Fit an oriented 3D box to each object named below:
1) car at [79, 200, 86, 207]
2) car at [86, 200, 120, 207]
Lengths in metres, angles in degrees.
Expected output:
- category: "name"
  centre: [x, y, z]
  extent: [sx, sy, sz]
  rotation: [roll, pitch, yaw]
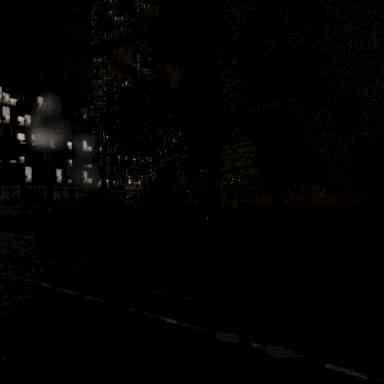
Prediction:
- category: "car"
  centre: [-16.449, 1.705, 55.684]
  extent: [2.128, 1.511, 4.902]
  rotation: [-1, -1, 37]
- category: "car"
  centre: [-13.803, 1.708, 53.818]
  extent: [2.033, 1.411, 5.357]
  rotation: [-1, -1, 37]
